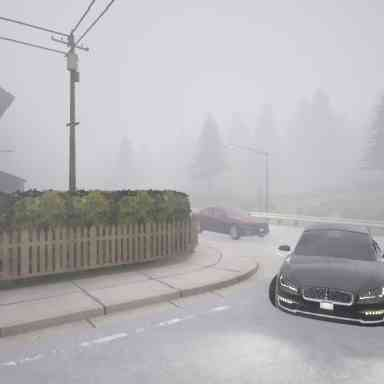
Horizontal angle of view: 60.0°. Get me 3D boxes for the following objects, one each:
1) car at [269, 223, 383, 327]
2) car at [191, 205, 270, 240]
[{"bbox_3d":[3.159,1.505,7.298,1.837,1.490,4.892,0,0,27],"label":"car"},{"bbox_3d":[1.861,1.478,17.434,1.882,1.535,5.008,0,0,-33],"label":"car"}]
